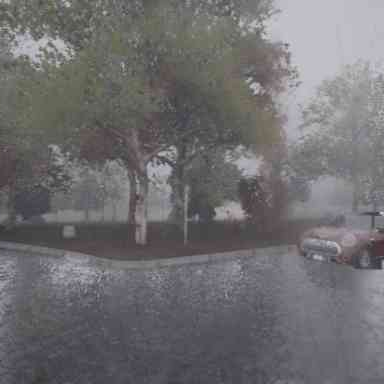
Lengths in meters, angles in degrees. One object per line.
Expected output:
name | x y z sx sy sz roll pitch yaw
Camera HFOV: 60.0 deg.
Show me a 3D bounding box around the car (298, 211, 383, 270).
car | 5.814 1.478 11.584 4.553 1.767 2.097 1 0 -33
